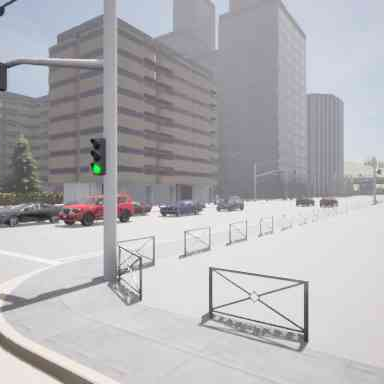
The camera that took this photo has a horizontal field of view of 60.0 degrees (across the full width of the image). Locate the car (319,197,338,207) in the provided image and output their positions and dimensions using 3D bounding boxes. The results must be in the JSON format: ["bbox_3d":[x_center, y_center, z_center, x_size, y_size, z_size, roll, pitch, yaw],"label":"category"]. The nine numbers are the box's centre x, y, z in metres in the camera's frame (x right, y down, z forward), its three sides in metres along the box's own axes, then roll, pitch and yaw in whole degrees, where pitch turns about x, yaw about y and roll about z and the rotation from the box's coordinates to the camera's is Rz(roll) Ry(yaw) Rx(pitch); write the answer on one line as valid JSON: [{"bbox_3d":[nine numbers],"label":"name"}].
[{"bbox_3d":[20.874,1.478,50.652,1.882,1.535,5.008,0,0,35],"label":"car"}]

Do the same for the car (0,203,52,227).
[{"bbox_3d":[-11.213,1.492,22.925,2.128,1.511,4.902,0,0,35],"label":"car"}]

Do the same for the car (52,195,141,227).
[{"bbox_3d":[-6.550,1.221,23.524,2.150,2.045,5.566,0,0,35],"label":"car"}]

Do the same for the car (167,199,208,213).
[{"bbox_3d":[-0.407,1.547,38.601,2.033,1.411,5.357,0,0,35],"label":"car"}]

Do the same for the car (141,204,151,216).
[{"bbox_3d":[-5.953,1.601,30.557,1.895,1.301,4.718,0,0,35],"label":"car"}]

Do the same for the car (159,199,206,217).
[{"bbox_3d":[-1.006,1.601,31.569,1.895,1.301,4.718,0,0,35],"label":"car"}]

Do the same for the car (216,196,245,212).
[{"bbox_3d":[4.679,1.526,39.790,1.812,1.442,4.674,0,0,35],"label":"car"}]

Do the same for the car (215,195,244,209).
[{"bbox_3d":[5.385,1.352,46.938,2.097,1.767,4.553,0,0,35],"label":"car"}]

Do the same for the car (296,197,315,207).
[{"bbox_3d":[17.950,1.478,52.546,1.882,1.535,5.008,0,0,35],"label":"car"}]
